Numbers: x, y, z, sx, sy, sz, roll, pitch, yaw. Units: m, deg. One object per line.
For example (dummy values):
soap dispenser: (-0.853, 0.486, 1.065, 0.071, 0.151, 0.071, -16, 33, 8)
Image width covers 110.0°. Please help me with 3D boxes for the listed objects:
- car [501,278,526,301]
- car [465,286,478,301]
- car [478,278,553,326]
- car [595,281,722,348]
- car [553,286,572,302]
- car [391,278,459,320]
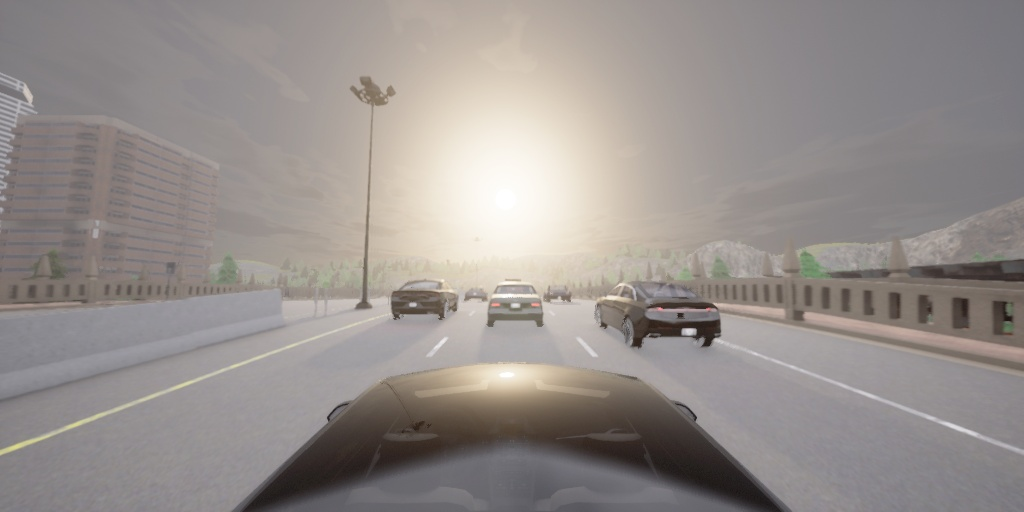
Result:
car: (0.112, 3.228, 34.224, 2.150, 2.045, 5.566, 0, -6, 0)
car: (-3.388, 3.628, 34.756, 1.994, 1.385, 4.181, 0, -6, 0)
car: (0.104, 1.639, 13.027, 2.033, 1.411, 5.357, 0, -3, 0)
car: (3.603, 1.429, 9.722, 2.128, 1.511, 4.902, 0, -2, 0)
car: (3.610, 3.101, 29.413, 1.895, 1.301, 4.718, 0, -6, 0)
car: (-3.395, 1.670, 14.788, 1.882, 1.535, 5.008, 0, -3, 0)
